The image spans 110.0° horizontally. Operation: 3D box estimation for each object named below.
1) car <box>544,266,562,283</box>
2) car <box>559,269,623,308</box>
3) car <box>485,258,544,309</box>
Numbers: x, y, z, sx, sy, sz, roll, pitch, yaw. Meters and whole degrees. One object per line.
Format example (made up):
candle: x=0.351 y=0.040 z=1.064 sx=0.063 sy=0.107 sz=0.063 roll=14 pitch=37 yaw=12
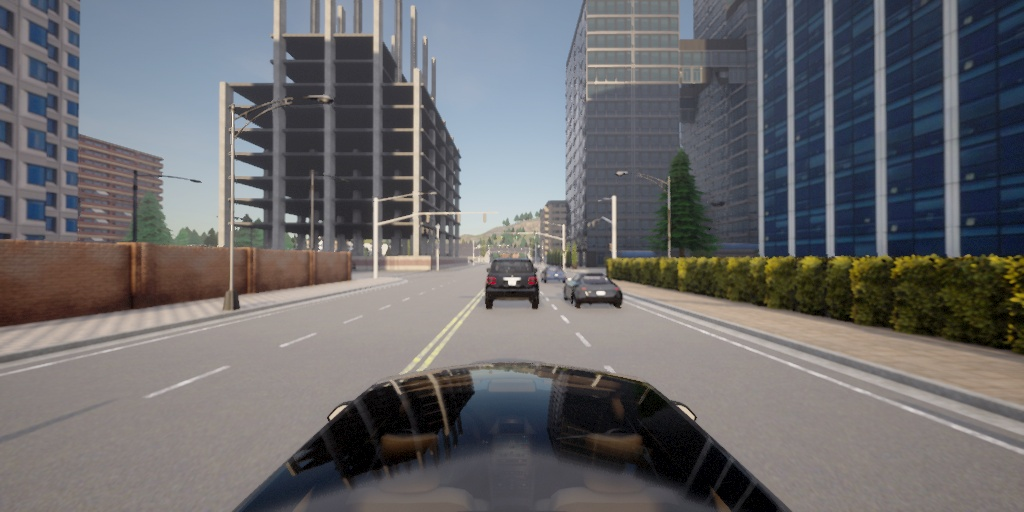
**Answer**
car: x=3.512 y=1.570 z=30.839 sx=2.033 sy=1.411 sz=5.357 roll=0 pitch=-1 yaw=0
car: x=3.509 y=1.449 z=16.128 sx=1.994 sy=1.385 sz=4.181 roll=0 pitch=0 yaw=0
car: x=0.007 y=1.099 z=15.880 sx=2.150 sy=2.045 sz=5.566 roll=0 pitch=0 yaw=0
